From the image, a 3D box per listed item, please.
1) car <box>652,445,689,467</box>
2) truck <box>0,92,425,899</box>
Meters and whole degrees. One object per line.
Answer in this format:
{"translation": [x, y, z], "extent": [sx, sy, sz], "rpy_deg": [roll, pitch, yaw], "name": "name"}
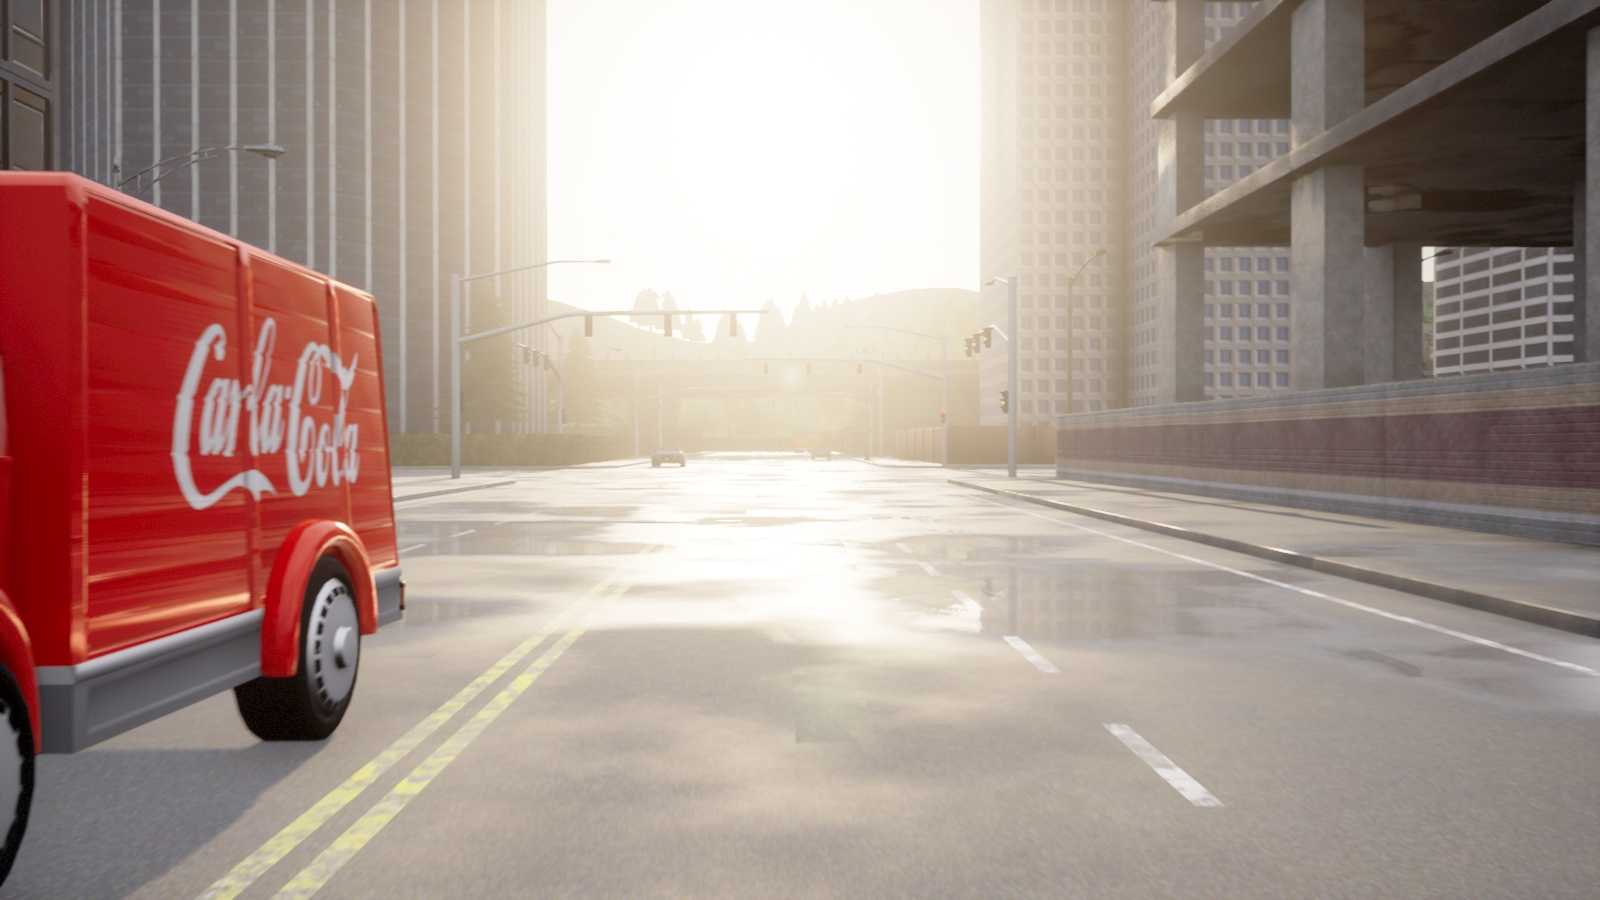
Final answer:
{"translation": [-8.211, 0.357, 79.739], "extent": [1.994, 1.385, 4.181], "rpy_deg": [0, 0, -1], "name": "car"}
{"translation": [-3.560, 0.229, 5.037], "extent": [2.627, 2.467, 5.204], "rpy_deg": [0, 0, -1], "name": "truck"}
